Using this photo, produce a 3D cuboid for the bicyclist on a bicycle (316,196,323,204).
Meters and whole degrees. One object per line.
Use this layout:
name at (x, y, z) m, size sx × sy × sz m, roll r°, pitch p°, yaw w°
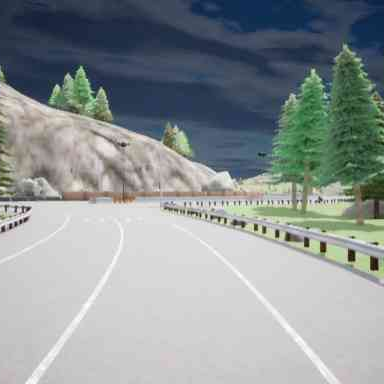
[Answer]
bicyclist on a bicycle at (23.990, 1.476, 62.594) m, size 0.582 × 1.620 × 1.656 m, roll 0°, pitch 4°, yaw -30°
